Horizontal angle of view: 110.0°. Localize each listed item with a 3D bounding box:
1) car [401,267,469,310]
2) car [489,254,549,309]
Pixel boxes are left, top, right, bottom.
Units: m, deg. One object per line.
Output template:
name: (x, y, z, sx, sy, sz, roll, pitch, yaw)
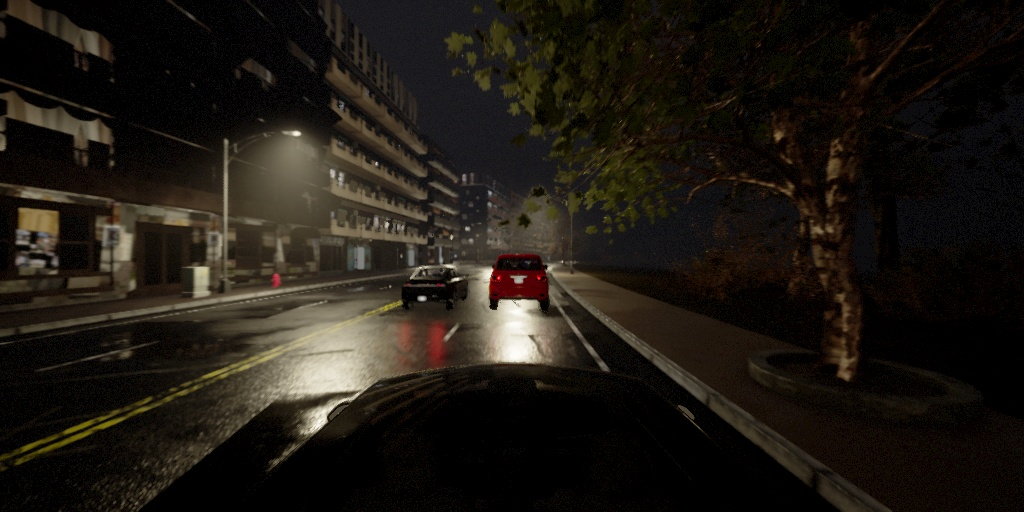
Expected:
car: (-2.922, 1.194, 14.380, 2.128, 1.511, 4.902, 0, 0, 2)
car: (0.321, 0.928, 14.867, 2.150, 2.045, 5.566, 0, 0, 2)
